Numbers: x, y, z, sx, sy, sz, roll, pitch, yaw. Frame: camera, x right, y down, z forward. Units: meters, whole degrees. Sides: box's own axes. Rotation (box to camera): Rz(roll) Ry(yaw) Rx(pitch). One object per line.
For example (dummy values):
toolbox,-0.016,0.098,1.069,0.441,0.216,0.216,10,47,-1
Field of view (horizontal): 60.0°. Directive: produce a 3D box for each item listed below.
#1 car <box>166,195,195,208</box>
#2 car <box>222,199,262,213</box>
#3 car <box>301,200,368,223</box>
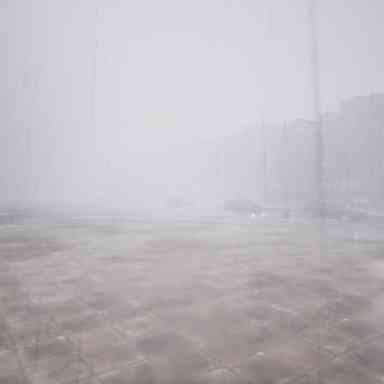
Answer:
car,-1.568,1.177,42.650,2.128,1.511,4.902,-2,2,-35
car,4.952,1.376,33.396,1.994,1.385,4.181,-2,2,-36
car,10.690,1.426,25.273,1.837,1.490,4.892,-2,2,-35
